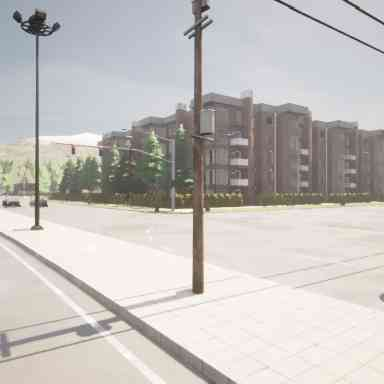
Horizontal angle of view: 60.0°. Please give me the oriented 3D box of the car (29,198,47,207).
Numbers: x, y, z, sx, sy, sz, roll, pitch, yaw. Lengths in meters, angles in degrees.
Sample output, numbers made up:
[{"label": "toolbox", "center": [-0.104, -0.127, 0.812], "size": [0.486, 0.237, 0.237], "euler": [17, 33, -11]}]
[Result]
[{"label": "car", "center": [-23.760, 1.564, 51.352], "size": [1.994, 1.385, 4.181], "euler": [0, 0, -36]}]

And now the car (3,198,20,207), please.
[{"label": "car", "center": [-27.466, 1.601, 50.508], "size": [1.895, 1.301, 4.718], "euler": [0, 0, -36]}]
